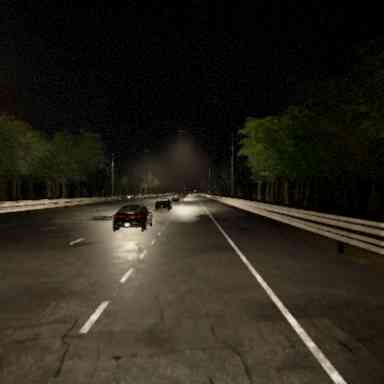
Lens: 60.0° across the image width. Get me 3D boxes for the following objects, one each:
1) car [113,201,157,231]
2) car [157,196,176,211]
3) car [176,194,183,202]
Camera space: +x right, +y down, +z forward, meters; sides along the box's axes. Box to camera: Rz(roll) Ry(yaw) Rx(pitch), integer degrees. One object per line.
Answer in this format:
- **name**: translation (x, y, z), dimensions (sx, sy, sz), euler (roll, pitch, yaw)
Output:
- **car**: translation (-3.505, 1.504, 20.400), dimensions (1.837, 1.490, 4.892), euler (0, 0, 0)
- **car**: translation (-3.510, 1.477, 41.533), dimensions (2.128, 1.511, 4.902), euler (0, 0, 0)
- **car**: translation (-3.516, 1.525, 71.523), dimensions (2.033, 1.411, 5.357), euler (0, 0, 0)
